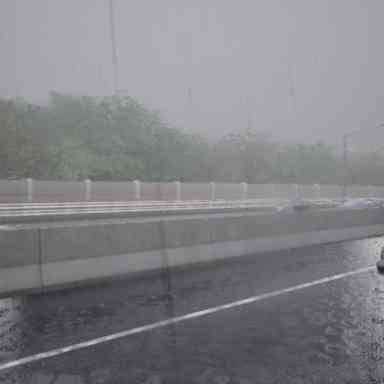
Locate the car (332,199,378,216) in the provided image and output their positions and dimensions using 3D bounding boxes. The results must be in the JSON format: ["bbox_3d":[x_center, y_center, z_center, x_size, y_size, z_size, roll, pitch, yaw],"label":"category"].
[{"bbox_3d":[15.579,1.449,31.760,4.674,1.442,1.812,0,0,-34],"label":"car"}]

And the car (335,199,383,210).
[{"bbox_3d":[13.661,1.475,26.248,5.357,1.411,2.033,0,0,-34],"label":"car"}]

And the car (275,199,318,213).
[{"bbox_3d":[10.171,1.404,32.334,4.902,1.511,2.128,0,0,-34],"label":"car"}]

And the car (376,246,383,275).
[{"bbox_3d":[6.859,1.513,8.568,5.357,1.411,2.033,0,0,-35],"label":"car"}]
